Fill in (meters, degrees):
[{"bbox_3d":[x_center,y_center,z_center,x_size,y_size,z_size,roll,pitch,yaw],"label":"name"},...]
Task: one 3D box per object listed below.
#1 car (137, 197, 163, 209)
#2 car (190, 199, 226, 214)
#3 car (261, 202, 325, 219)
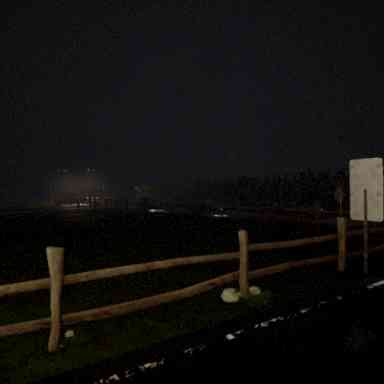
[{"bbox_3d":[-5.691,1.522,44.670,1.837,1.490,4.892,-1,1,-35],"label":"car"},{"bbox_3d":[1.534,1.439,34.481,1.812,1.442,4.674,-1,0,-35],"label":"car"},{"bbox_3d":[7.745,1.427,25.747,1.895,1.301,4.718,-1,0,-35],"label":"car"}]
